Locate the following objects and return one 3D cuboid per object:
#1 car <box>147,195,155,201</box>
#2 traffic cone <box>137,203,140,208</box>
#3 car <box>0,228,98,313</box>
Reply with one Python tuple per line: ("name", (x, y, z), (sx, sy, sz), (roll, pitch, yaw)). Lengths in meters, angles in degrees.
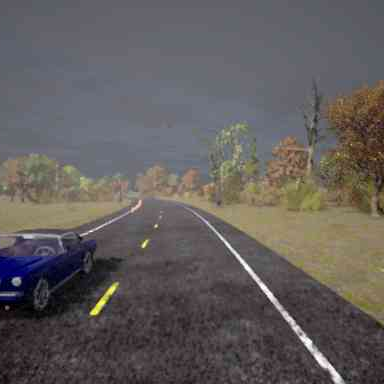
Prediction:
("car", (-10.357, 1.534, 84.056), (2.033, 1.411, 5.357), (0, 0, -12))
("traffic cone", (-6.967, 1.894, 41.632), (0.340, 0.580, 0.340), (0, 0, -6))
("car", (-3.706, 1.584, 7.702), (1.895, 1.301, 4.718), (0, 0, -1))
